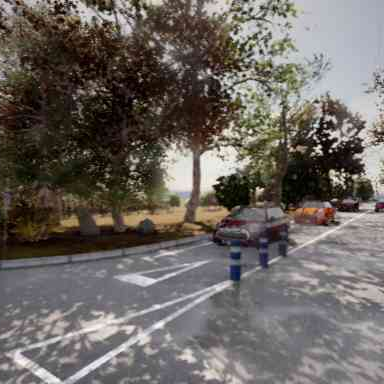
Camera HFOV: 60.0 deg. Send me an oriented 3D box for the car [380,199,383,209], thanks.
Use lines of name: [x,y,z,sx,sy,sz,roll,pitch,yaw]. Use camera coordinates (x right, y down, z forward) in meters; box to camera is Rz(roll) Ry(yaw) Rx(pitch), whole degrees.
car: [28.778,1.731,48.705,1.837,1.490,4.892,1,0,33]

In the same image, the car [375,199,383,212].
car: [23.177,1.639,39.918,1.837,1.490,4.892,1,0,33]

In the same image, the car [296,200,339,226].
car: [9.095,1.419,24.512,2.097,1.767,4.553,1,1,33]

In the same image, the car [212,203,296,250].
car: [2.749,1.380,14.661,2.097,1.767,4.553,1,0,34]

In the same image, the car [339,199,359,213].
car: [18.363,1.543,38.993,1.882,1.535,5.008,1,0,33]
